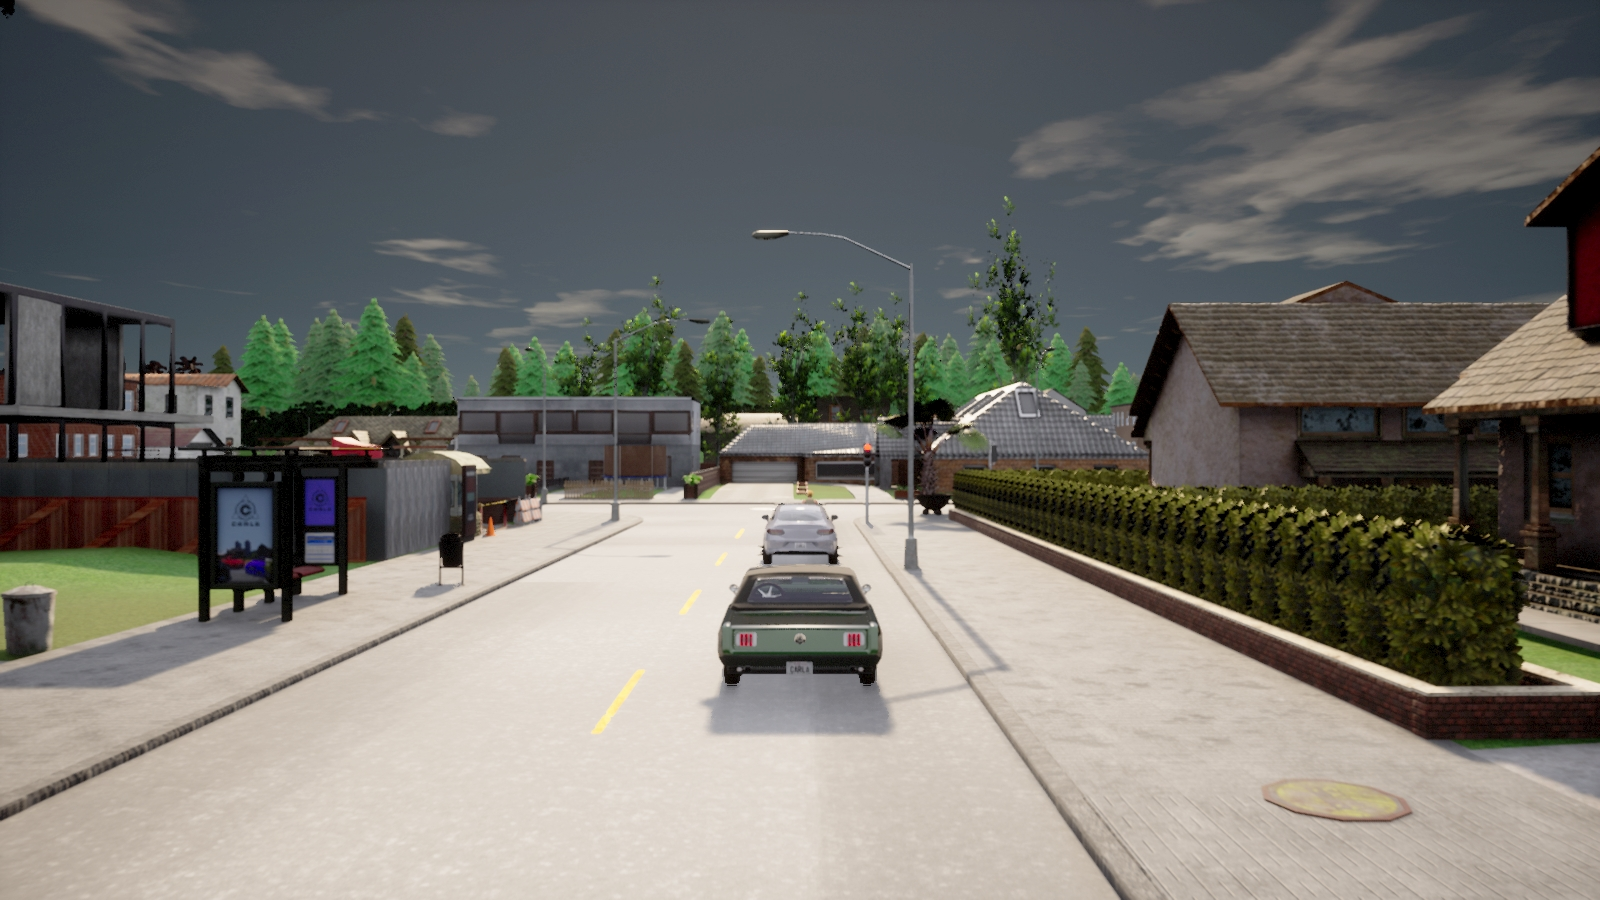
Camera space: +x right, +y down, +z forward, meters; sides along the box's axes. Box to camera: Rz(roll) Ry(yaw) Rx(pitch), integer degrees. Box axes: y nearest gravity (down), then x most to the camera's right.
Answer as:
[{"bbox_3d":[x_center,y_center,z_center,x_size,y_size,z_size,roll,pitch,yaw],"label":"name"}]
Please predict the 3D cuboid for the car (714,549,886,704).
[{"bbox_3d":[0.002,2.148,14.948,1.895,1.301,4.718,0,0,0],"label":"car"}]

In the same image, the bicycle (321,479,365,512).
[{"bbox_3d":[-20.690,2.037,51.734,1.835,1.471,0.329,0,0,-2],"label":"bicycle"}]

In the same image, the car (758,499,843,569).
[{"bbox_3d":[0.002,2.068,29.070,2.002,1.442,4.674,0,0,0],"label":"car"}]
